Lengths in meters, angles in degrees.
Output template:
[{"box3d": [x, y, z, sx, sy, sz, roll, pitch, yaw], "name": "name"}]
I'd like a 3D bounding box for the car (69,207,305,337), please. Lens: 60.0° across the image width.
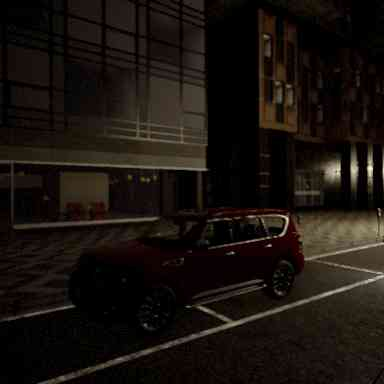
[{"box3d": [0.214, 1.290, 6.801, 5.009, 1.841, 2.192, 0, 0, -36], "name": "car"}]
